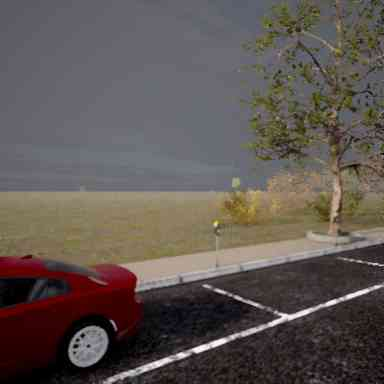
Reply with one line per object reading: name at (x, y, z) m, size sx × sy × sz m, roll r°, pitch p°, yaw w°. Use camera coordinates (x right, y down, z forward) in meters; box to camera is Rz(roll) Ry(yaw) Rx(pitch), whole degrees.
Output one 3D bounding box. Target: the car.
car at (-2.820, 1.545, 4.077) m, size 4.507 × 1.381 × 1.887 m, roll 0°, pitch 1°, yaw -36°
